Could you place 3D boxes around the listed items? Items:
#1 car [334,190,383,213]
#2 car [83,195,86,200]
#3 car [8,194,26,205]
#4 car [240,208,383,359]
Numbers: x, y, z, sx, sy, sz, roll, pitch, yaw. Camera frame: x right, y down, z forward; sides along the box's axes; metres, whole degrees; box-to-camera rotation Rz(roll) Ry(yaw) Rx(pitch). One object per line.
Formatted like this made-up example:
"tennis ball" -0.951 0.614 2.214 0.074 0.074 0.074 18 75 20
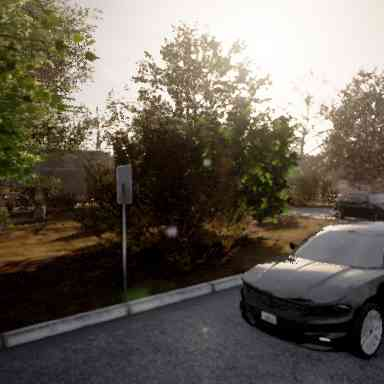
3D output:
"car" 10.589 0.827 19.524 2.097 1.767 4.553 -1 1 -16
"car" -16.023 1.119 48.419 5.008 1.535 1.882 -2 1 -33
"car" -20.717 1.144 38.925 2.435 2.045 5.566 -2 1 -37
"car" 3.014 1.311 5.916 5.008 1.535 1.882 -3 1 -37
